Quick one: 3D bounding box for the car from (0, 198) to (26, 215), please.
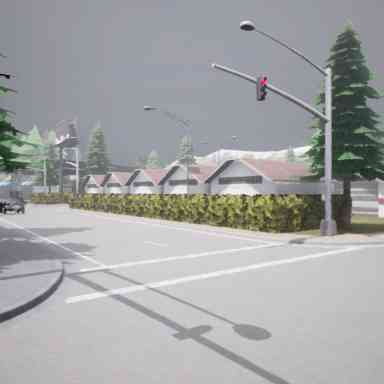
[{"bbox_3d":[-18.505,1.399,34.221,2.128,1.511,4.902,0,0,-37],"label":"car"}]
